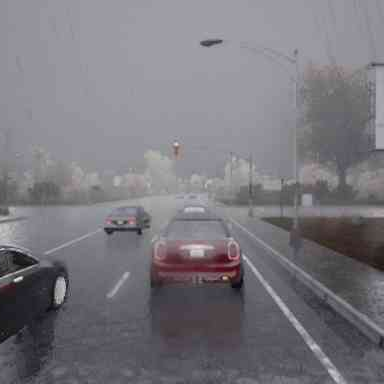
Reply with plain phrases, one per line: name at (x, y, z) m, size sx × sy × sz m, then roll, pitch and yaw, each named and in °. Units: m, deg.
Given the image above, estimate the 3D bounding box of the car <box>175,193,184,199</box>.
car at (-3.360, 1.147, 87.189) m, size 1.994 × 1.385 × 4.181 m, roll 0°, pitch 0°, yaw 0°

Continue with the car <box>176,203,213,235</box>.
car at (0.128, 1.439, 18.985) m, size 1.812 × 1.442 × 4.674 m, roll 0°, pitch 0°, yaw 0°

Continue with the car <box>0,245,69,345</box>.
car at (-3.393, 1.483, 4.795) m, size 1.837 × 1.490 × 4.892 m, roll 0°, pitch 0°, yaw 0°

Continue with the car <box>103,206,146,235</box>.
car at (-3.375, 1.464, 18.193) m, size 2.033 × 1.411 × 5.357 m, roll 0°, pitch 0°, yaw 0°

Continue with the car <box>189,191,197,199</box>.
car at (0.140, 1.120, 87.217) m, size 1.812 × 1.442 × 4.674 m, roll 0°, pitch 0°, yaw 0°

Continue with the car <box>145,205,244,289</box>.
car at (0.114, 1.310, 9.229) m, size 2.097 × 1.767 × 4.553 m, roll 0°, pitch 0°, yaw 0°
